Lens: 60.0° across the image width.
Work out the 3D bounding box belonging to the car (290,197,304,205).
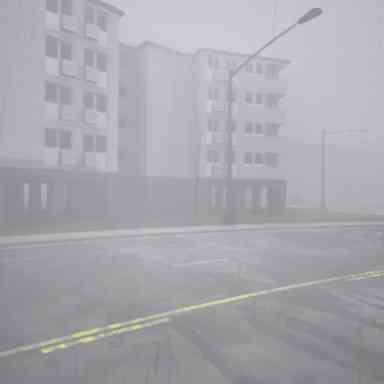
[{"bbox_3d":[20.595,1.821,65.209,1.837,1.490,4.892,0,0,4],"label":"car"}]
